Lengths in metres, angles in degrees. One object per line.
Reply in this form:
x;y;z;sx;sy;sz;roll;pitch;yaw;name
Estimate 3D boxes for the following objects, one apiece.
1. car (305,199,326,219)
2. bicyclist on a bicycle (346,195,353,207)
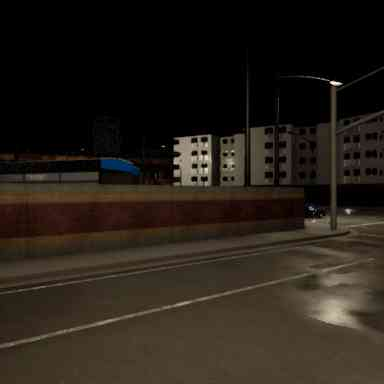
9.537;1.350;29.564;2.097;1.767;4.553;0;0;-33;car
22.109;1.297;46.637;1.656;1.620;0.582;0;0;-35;bicyclist on a bicycle
